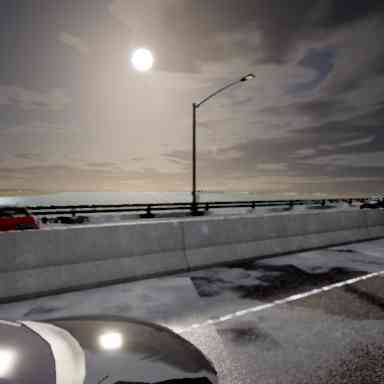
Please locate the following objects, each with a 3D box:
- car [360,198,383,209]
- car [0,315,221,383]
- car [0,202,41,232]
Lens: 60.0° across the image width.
[{"bbox_3d":[22.274,1.442,40.331,4.181,1.385,1.994,0,0,-34],"label":"car"},{"bbox_3d":[-1.962,1.492,1.829,4.902,1.511,2.128,0,0,-35],"label":"car"},{"bbox_3d":[-9.020,1.340,14.232,4.553,1.767,2.097,0,0,-35],"label":"car"}]
